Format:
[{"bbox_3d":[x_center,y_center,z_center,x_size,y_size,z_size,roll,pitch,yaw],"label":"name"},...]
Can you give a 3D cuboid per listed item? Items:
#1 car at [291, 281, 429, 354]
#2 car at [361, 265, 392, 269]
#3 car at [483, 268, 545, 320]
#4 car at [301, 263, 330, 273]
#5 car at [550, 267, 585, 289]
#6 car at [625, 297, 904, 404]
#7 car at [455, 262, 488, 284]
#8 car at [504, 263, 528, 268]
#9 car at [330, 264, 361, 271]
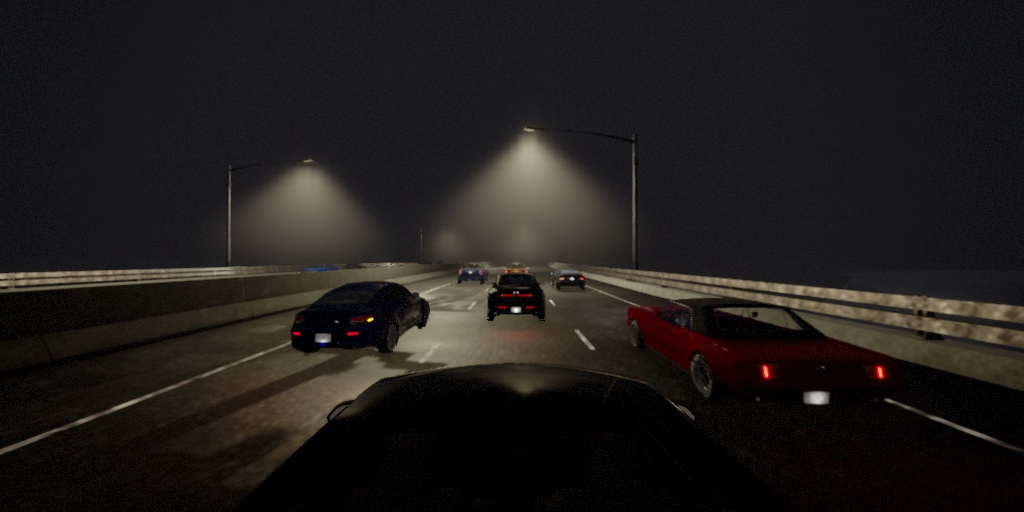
[{"bbox_3d":[-3.395,1.328,8.792,1.812,1.442,4.674,0,0,1],"label":"car"},{"bbox_3d":[-13.685,1.661,37.735,1.895,1.301,4.718,0,-1,1],"label":"car"},{"bbox_3d":[0.146,1.344,13.004,1.837,1.490,4.892,0,0,1],"label":"car"},{"bbox_3d":[-20.659,1.547,38.761,1.882,1.535,5.008,0,-1,1],"label":"car"},{"bbox_3d":[3.766,1.489,24.736,2.033,1.411,5.357,0,0,1],"label":"car"},{"bbox_3d":[3.585,1.387,6.410,1.895,1.301,4.718,0,0,1],"label":"car"},{"bbox_3d":[-3.149,1.338,29.663,2.097,1.767,4.553,0,-1,1],"label":"car"},{"bbox_3d":[0.352,1.338,29.624,2.097,1.767,4.553,0,-1,1],"label":"car"},{"bbox_3d":[-17.161,1.592,38.467,1.812,1.442,4.674,0,-1,1],"label":"car"}]
